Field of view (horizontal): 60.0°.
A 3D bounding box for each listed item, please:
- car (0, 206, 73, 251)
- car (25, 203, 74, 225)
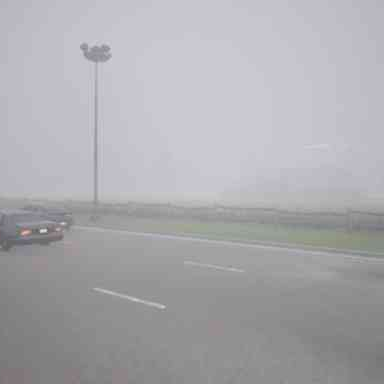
[{"bbox_3d":[-7.484,1.458,13.632,5.357,1.411,2.033,0,0,36],"label":"car"},{"bbox_3d":[-8.654,1.391,18.767,4.892,1.490,1.837,1,0,35],"label":"car"}]
